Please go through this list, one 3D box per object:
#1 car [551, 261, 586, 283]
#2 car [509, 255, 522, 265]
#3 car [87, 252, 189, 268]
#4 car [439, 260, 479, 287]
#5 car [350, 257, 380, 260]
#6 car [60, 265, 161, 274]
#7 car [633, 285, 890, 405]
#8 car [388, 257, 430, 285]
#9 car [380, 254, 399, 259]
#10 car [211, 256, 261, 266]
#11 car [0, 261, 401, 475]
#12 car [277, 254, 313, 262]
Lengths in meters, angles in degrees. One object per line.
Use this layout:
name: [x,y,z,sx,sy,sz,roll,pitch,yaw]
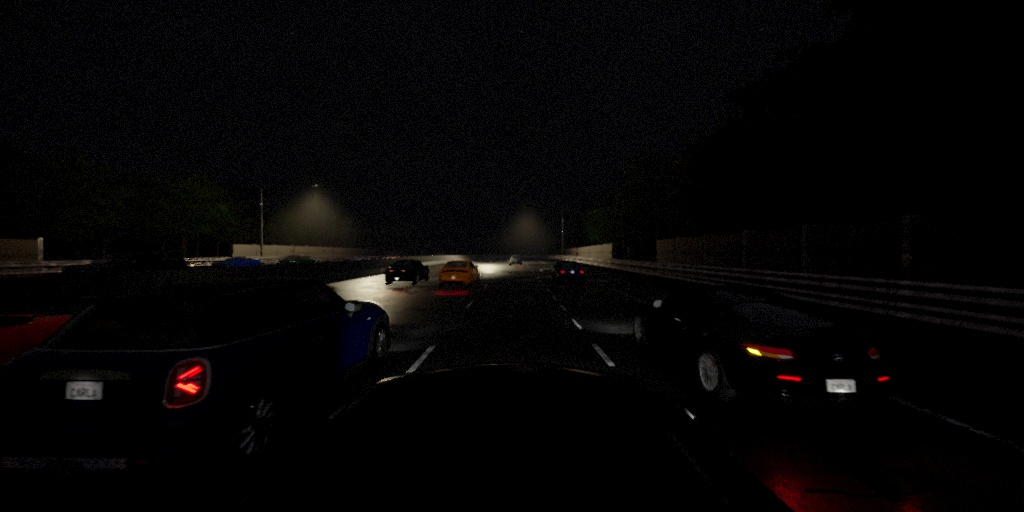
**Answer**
car: [3.838,1.036,25.128,2.033,1.411,5.357,0,1,0]
car: [0.562,0.624,55.001,1.812,1.442,4.674,0,1,1]
car: [-20.922,0.779,19.711,2.150,2.045,5.566,0,1,1]
car: [-3.194,1.004,22.172,1.882,1.535,5.008,0,1,1]
car: [-17.196,0.822,40.432,2.033,1.411,5.357,0,1,1]
car: [-6.896,1.084,3.628,2.097,1.767,4.553,0,0,1]
car: [3.632,1.233,6.228,1.812,1.442,4.674,0,1,1]
car: [-6.683,1.018,23.306,1.837,1.490,4.892,0,1,1]
car: [-20.434,0.408,60.513,2.097,1.767,4.553,0,0,1]
car: [-27.742,0.815,36.175,1.882,1.535,5.008,0,1,1]
car: [-3.383,1.073,4.997,2.097,1.767,4.553,0,1,1]
car: [-24.199,0.633,39.992,2.097,1.767,4.553,0,1,1]
